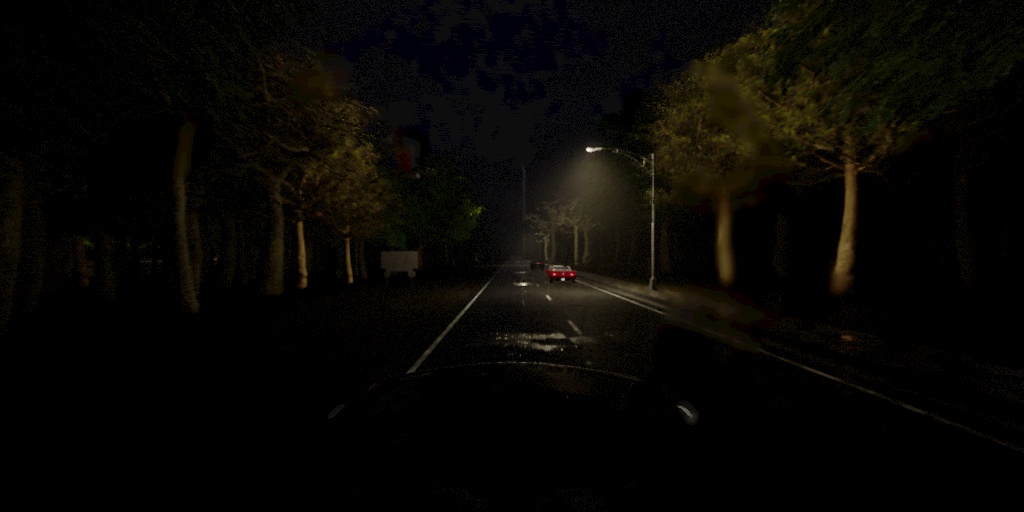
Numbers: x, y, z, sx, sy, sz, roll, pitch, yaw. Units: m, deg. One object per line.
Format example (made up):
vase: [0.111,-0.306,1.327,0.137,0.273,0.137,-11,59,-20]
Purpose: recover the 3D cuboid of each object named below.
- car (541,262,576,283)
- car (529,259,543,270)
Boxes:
car: [3.607,1.349,27.543,1.895,1.301,4.718,0,0,0]
car: [3.612,1.223,51.394,2.128,1.511,4.902,0,0,0]
